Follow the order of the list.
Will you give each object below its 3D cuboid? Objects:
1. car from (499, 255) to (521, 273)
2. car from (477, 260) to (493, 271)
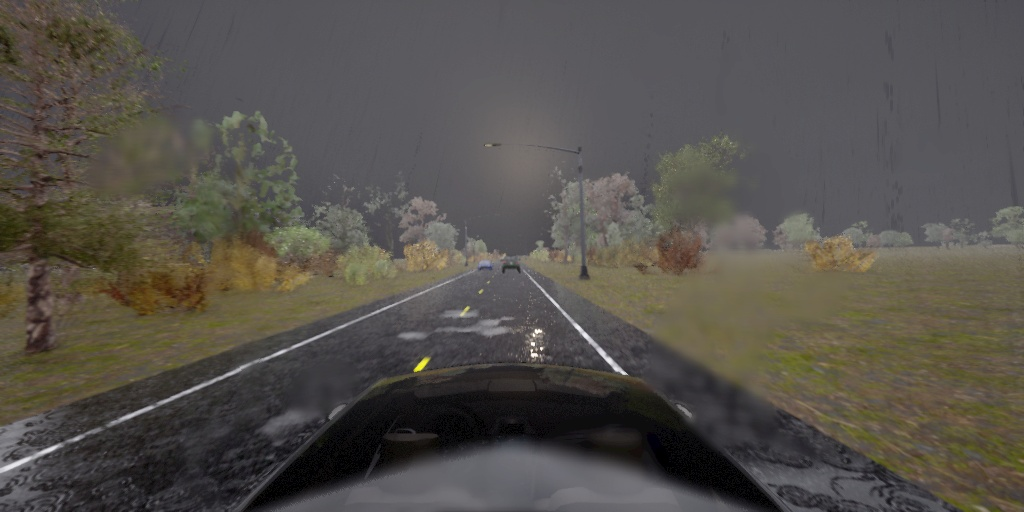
[{"bbox_3d":[-0.101,0.944,44.306,2.150,2.045,5.566,-2,0,0],"label":"car"},{"bbox_3d":[-3.783,1.322,50.786,1.882,1.535,5.008,-2,0,0],"label":"car"}]
